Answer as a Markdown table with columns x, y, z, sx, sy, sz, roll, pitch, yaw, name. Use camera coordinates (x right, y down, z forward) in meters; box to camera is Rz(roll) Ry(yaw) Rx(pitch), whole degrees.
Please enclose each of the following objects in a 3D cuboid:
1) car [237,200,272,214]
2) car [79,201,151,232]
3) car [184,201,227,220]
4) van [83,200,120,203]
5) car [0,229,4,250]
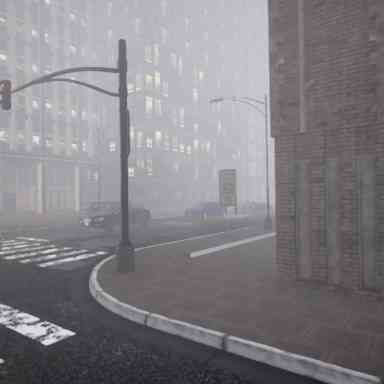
| x | y | z | sx | sy | sz | roll | pitch | yaw | name |
| --- | --- | --- | --- | --- | --- | --- | --- | --- | --- |
| 7.260 | 1.718 | 37.521 | 1.895 | 1.301 | 4.718 | -1 | -1 | 36 | car |
| -4.637 | 1.568 | 20.997 | 2.128 | 1.511 | 4.902 | -1 | -1 | 34 | car |
| 1.298 | 1.574 | 29.239 | 1.882 | 1.535 | 5.008 | -1 | -1 | 36 | car |
| -6.011 | 1.473 | 23.513 | 1.690 | 1.788 | 3.998 | -2 | -1 | 36 | van |
| -9.041 | 1.366 | 11.384 | 4.553 | 1.767 | 2.097 | 0 | -1 | -27 | car |
